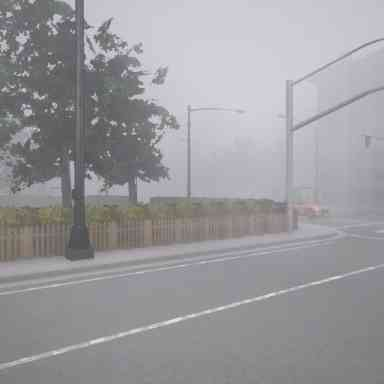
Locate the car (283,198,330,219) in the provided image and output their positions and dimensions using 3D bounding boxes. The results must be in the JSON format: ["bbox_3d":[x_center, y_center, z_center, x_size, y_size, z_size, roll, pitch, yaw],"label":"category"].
[{"bbox_3d":[9.862,1.352,29.548,2.097,1.767,4.553,0,0,-35],"label":"car"}]
